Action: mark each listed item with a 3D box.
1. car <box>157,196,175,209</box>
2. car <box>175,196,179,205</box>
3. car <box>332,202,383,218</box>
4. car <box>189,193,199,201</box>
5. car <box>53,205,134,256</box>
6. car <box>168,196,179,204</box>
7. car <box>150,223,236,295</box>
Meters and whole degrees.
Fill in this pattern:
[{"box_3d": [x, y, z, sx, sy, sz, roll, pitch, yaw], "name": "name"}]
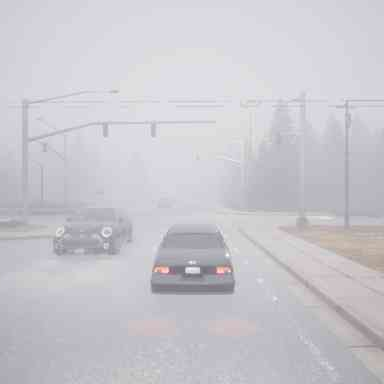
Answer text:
[{"box_3d": [-3.674, 1.505, 45.022, 1.837, 1.490, 4.892, 0, 0, 0], "name": "car"}, {"box_3d": [-3.665, 1.491, 54.674, 2.128, 1.511, 4.902, 0, 0, 0], "name": "car"}, {"box_3d": [14.692, 1.591, 29.555, 4.181, 1.385, 1.994, 0, 0, 1], "name": "car"}, {"box_3d": [0.414, 1.225, 80.395, 2.150, 2.045, 5.566, 0, 0, 2], "name": "car"}, {"box_3d": [-3.647, 1.343, 13.041, 2.097, 1.767, 4.553, 0, 0, 0], "name": "car"}, {"box_3d": [-3.562, 1.505, 64.552, 1.837, 1.490, 4.892, 0, 0, 1], "name": "car"}, {"box_3d": [0.035, 1.545, 8.896, 2.033, 1.411, 5.357, 0, 0, 1], "name": "car"}]
